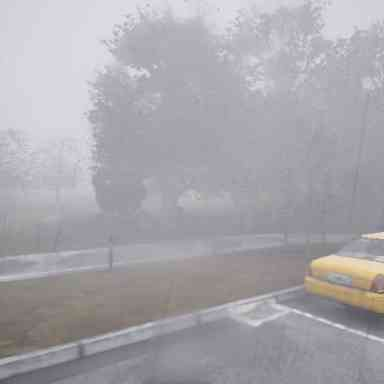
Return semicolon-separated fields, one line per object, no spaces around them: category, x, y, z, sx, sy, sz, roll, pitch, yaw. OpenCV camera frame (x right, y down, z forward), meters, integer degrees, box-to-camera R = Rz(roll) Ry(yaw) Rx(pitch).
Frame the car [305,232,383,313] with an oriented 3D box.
car;4.838;1.552;7.493;5.366;1.575;1.946;0;0;-33
